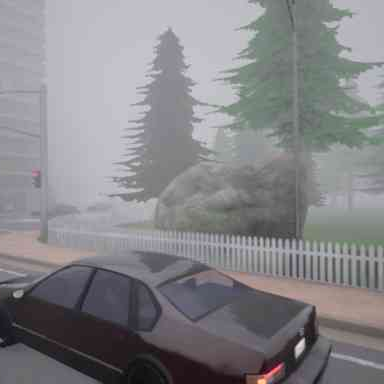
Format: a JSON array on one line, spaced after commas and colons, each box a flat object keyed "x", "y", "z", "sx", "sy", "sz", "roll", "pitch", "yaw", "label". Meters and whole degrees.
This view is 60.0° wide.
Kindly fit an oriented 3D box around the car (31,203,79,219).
[{"x": -13.786, "y": 1.869, "z": 33.898, "sx": 2.033, "sy": 1.411, "sz": 5.357, "roll": -1, "pitch": 0, "yaw": 17, "label": "car"}]

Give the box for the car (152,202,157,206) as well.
[{"x": -7.761, "y": 1.808, "z": 61.391, "sx": 2.097, "sy": 1.767, "sz": 4.553, "roll": 0, "pitch": 0, "yaw": -19, "label": "car"}]

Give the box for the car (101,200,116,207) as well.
[{"x": -15.890, "y": 2.148, "z": 62.854, "sx": 1.895, "sy": 1.301, "sz": 4.718, "roll": 0, "pitch": 0, "yaw": -25, "label": "car"}]

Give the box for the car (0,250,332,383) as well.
[{"x": -0.992, "y": 1.589, "z": 4.700, "sx": 5.357, "sy": 1.411, "sz": 2.033, "roll": -1, "pitch": 0, "yaw": 36, "label": "car"}]

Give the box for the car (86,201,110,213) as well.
[{"x": -12.119, "y": 1.973, "z": 43.389, "sx": 1.895, "sy": 1.301, "sz": 4.718, "roll": -1, "pitch": 0, "yaw": 3, "label": "car"}]

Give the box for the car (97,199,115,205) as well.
[{"x": -19.309, "y": 2.215, "z": 74.262, "sx": 4.181, "sy": 1.385, "sz": 1.994, "roll": -1, "pitch": -1, "yaw": 44, "label": "car"}]
